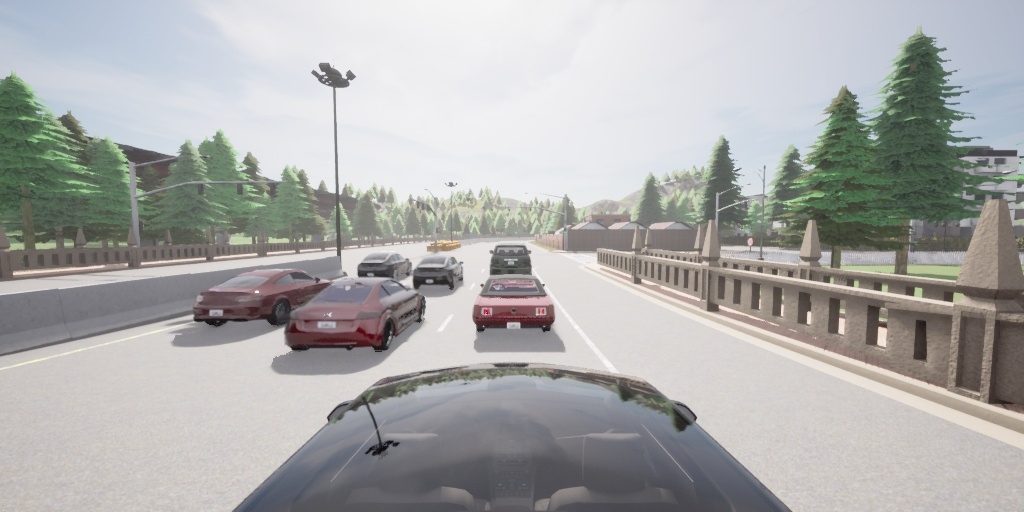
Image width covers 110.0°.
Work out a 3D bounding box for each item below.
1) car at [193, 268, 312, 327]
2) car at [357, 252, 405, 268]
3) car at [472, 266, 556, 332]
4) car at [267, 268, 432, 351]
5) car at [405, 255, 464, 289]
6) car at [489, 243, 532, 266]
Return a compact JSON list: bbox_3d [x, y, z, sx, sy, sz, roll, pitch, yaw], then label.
[{"bbox_3d":[-6.985,1.078,10.731,1.812,1.442,4.674,0,2,-1],"label":"car"},{"bbox_3d":[-7.084,0.528,20.295,1.837,1.490,4.892,0,4,-1],"label":"car"},{"bbox_3d":[0.022,1.175,10.196,1.895,1.301,4.718,0,2,-1],"label":"car"},{"bbox_3d":[-3.468,1.191,8.697,1.994,1.385,4.181,0,2,0],"label":"car"},{"bbox_3d":[-3.557,0.678,17.783,1.837,1.490,4.892,0,4,-1],"label":"car"},{"bbox_3d":[-0.078,0.270,19.953,2.150,2.045,5.566,0,3,-1],"label":"car"}]
